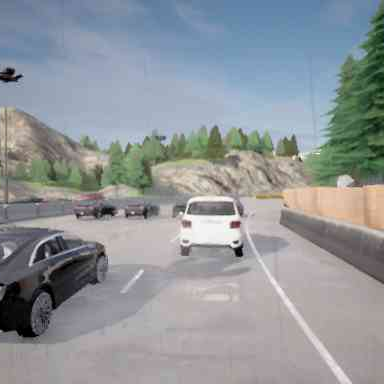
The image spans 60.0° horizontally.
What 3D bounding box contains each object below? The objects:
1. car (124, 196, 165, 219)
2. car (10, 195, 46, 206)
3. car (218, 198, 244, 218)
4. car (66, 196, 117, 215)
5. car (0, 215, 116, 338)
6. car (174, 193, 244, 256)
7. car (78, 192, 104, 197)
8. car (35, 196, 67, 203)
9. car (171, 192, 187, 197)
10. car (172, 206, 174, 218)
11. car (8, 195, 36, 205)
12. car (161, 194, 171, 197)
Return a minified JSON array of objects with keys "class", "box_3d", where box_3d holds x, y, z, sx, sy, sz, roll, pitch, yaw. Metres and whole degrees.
[{"class":"car","box_3d":[-4.059,1.393,27.740,2.128,1.511,4.902,0,0,11]},{"class":"car","box_3d":[-24.161,1.247,49.224,1.882,1.535,5.008,0,0,17]},{"class":"car","box_3d":[3.671,1.396,30.555,1.882,1.535,5.008,0,0,12]},{"class":"car","box_3d":[-7.732,1.383,27.121,2.128,1.511,4.902,0,0,10]},{"class":"car","box_3d":[-3.137,1.461,6.553,2.128,1.511,4.902,0,0,3]},{"class":"car","box_3d":[0.842,1.184,13.145,2.150,2.045,5.566,0,0,5]},{"class":"car","box_3d":[-14.219,1.034,45.962,2.150,2.045,5.566,0,0,17]},{"class":"car","box_3d":[-18.212,1.404,44.681,1.895,1.301,4.718,0,0,16]},{"class":"car","box_3d":[-2.547,0.711,82.264,2.097,1.767,4.553,0,0,30]},{"class":"car","box_3d":[-0.370,1.417,28.417,1.837,1.490,4.892,0,0,11]},{"class":"car","box_3d":[-22.048,1.393,43.936,1.895,1.301,4.718,0,0,15]},{"class":"car","box_3d":[-6.656,1.206,82.089,2.128,1.511,4.902,0,0,29]}]
